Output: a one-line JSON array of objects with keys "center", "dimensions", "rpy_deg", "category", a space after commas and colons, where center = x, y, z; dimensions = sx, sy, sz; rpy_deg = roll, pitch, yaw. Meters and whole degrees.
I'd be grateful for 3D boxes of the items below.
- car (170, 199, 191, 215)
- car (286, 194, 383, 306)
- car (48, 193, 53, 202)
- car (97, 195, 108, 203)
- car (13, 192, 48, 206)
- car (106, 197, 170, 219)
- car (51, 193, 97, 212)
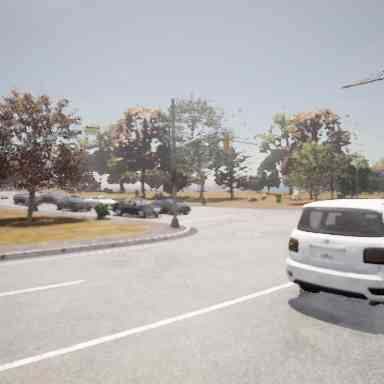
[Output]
[{"center": [-2.074, 1.315, 30.211], "dimensions": [4.181, 1.385, 1.994], "rpy_deg": [0, 1, 40], "category": "car"}, {"center": [4.405, 1.163, 7.628], "dimensions": [5.566, 2.045, 2.150], "rpy_deg": [-1, 1, -41], "category": "car"}, {"center": [-17.938, 0.799, 43.498], "dimensions": [5.357, 1.411, 2.033], "rpy_deg": [3, 3, 40], "category": "car"}, {"center": [-9.935, 1.118, 36.793], "dimensions": [4.674, 1.442, 1.812], "rpy_deg": [2, 2, 40], "category": "car"}, {"center": [-20.125, 0.817, 40.771], "dimensions": [4.902, 1.511, 2.128], "rpy_deg": [3, 3, 40], "category": "car"}, {"center": [-4.570, 1.310, 27.736], "dimensions": [4.902, 1.511, 2.128], "rpy_deg": [1, 2, 40], "category": "car"}, {"center": [-12.160, 1.190, 34.093], "dimensions": [4.674, 1.442, 1.812], "rpy_deg": [2, 2, 40], "category": "car"}]
